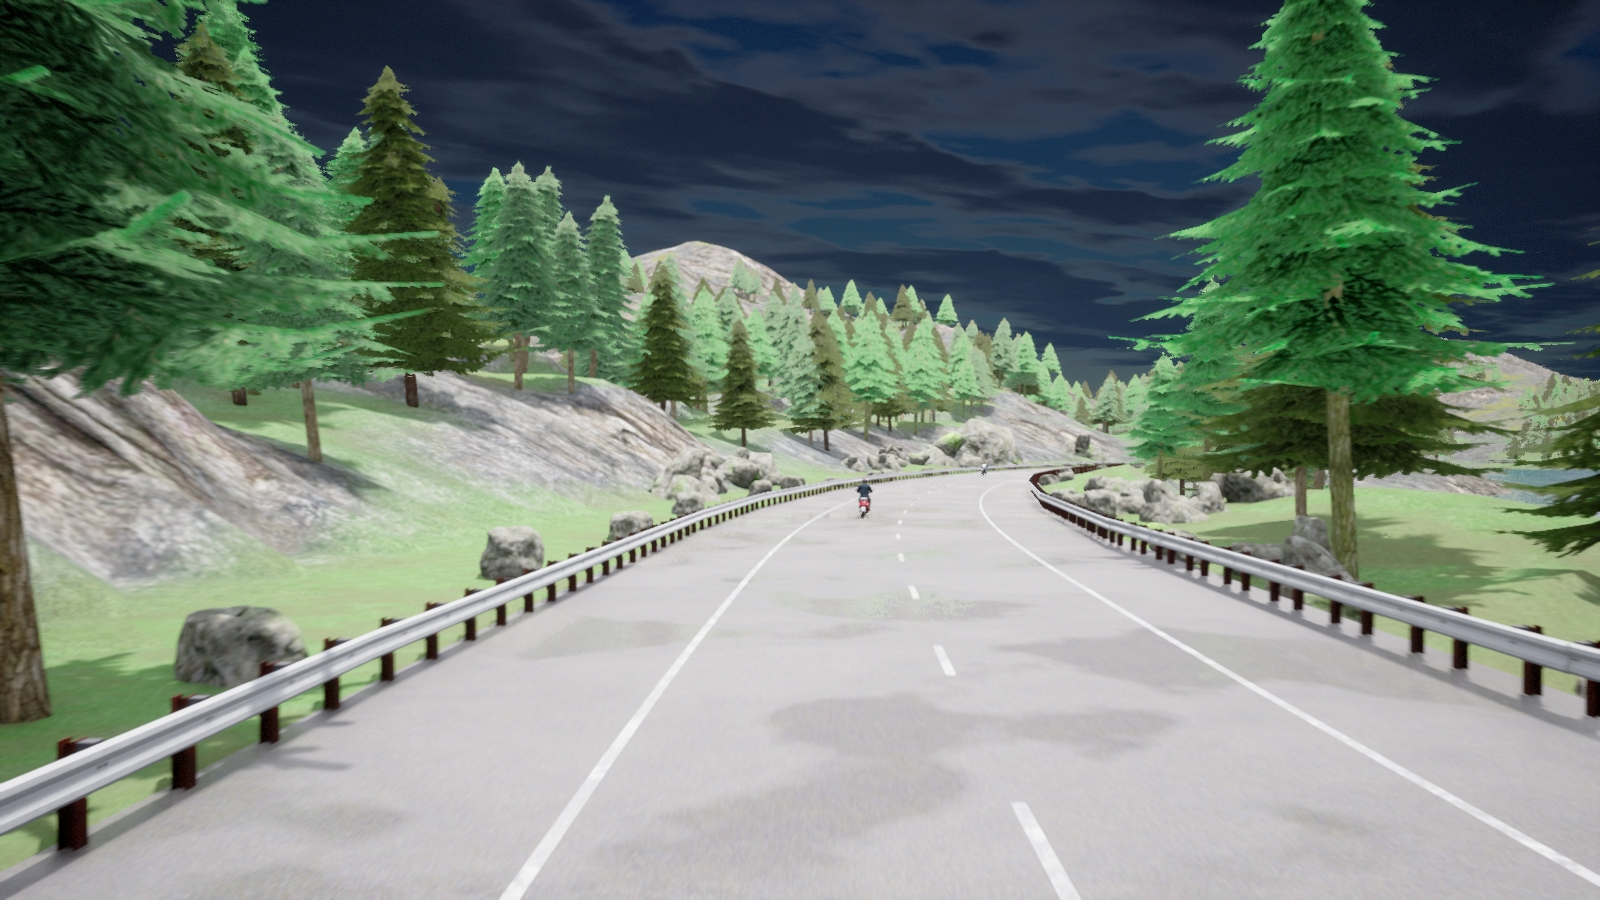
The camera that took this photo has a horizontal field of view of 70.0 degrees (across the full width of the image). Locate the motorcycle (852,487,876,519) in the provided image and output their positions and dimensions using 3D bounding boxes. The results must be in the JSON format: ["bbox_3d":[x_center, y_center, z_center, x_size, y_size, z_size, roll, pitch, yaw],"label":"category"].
[{"bbox_3d":[2.682,2.182,47.641,0.856,1.236,1.805,1,0,7],"label":"motorcycle"}]
